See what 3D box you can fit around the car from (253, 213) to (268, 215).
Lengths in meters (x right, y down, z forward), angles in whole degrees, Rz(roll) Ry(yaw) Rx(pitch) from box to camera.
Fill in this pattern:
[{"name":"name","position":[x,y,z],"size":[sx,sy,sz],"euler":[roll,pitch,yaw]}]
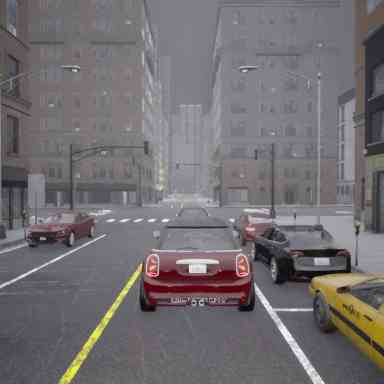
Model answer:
[{"name":"car","position":[2.842,1.577,14.968],"size":[1.802,1.307,4.206],"euler":[-1,0,0]}]

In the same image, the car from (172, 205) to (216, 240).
[{"name":"car","position":[0.068,1.542,18.125],"size":[2.033,1.411,5.357],"euler":[0,0,0]}]

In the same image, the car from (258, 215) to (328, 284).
[{"name":"car","position":[2.851,1.563,9.382],"size":[1.947,1.339,4.313],"euler":[-1,0,0]}]

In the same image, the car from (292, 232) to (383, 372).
[{"name":"car","position":[2.859,1.524,3.966],"size":[1.752,1.417,4.829],"euler":[-1,0,0]}]

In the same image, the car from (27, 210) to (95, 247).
[{"name":"car","position":[-5.704,1.540,14.951],"size":[1.887,1.381,4.507],"euler":[-1,0,0]}]

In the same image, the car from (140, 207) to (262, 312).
[{"name":"car","position":[0.088,1.350,7.887],"size":[2.097,1.767,4.553],"euler":[0,0,0]}]
